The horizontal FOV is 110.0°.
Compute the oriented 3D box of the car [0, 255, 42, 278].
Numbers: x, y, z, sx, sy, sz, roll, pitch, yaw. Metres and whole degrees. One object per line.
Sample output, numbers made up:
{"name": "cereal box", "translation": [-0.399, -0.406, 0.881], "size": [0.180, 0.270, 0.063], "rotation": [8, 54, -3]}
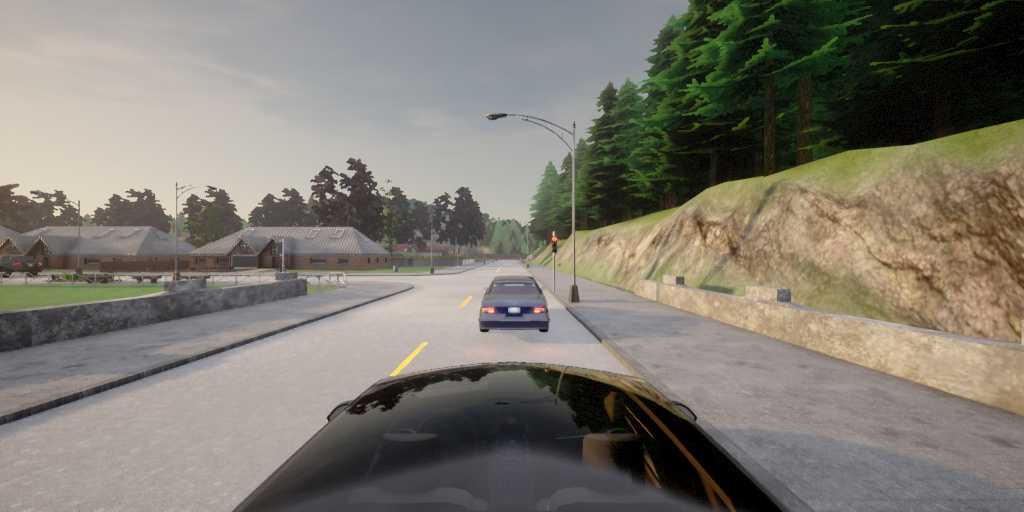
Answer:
{"name": "car", "translation": [-47.375, 0.971, 33.322], "size": [5.566, 2.045, 2.150], "rotation": [0, 0, 1]}

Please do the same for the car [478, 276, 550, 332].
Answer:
{"name": "car", "translation": [0.063, 1.297, 10.791], "size": [2.033, 1.411, 5.357], "rotation": [0, 0, 0]}

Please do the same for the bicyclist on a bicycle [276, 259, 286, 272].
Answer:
{"name": "bicyclist on a bicycle", "translation": [-24.162, 1.099, 37.572], "size": [0.582, 1.620, 1.656], "rotation": [0, 0, 0]}
